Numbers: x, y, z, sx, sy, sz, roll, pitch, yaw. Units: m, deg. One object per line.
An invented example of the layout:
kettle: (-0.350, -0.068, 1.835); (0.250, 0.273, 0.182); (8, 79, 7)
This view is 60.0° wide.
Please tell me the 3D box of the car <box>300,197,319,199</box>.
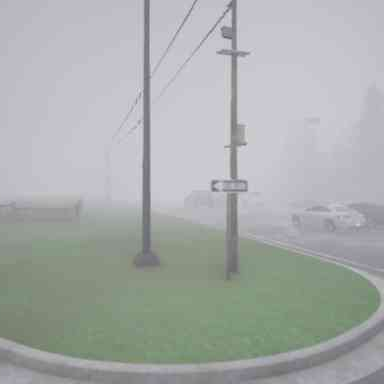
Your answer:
car: (12.807, 1.268, 36.503); (2.033, 1.411, 5.357); (0, 0, -19)

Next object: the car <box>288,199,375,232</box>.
car: (7.638, 1.383, 18.966); (1.812, 1.442, 4.674); (0, 1, -19)

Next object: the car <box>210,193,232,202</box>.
car: (5.153, 0.989, 59.208); (2.128, 1.511, 4.902); (0, 1, -19)

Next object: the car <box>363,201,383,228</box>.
car: (10.709, 1.356, 20.811); (1.837, 1.490, 4.892); (0, 1, -19)

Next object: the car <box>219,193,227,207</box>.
car: (3.512, 1.205, 42.159); (1.994, 1.385, 4.181); (0, 1, -19)

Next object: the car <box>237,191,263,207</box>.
car: (6.987, 0.868, 42.808); (2.150, 2.045, 5.566); (0, 1, -19)

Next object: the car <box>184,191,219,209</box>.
car: (0.768, 0.878, 39.344); (2.150, 2.045, 5.566); (0, 1, -19)
